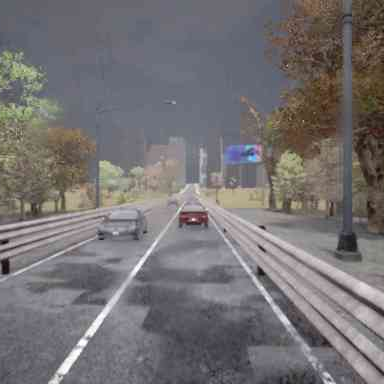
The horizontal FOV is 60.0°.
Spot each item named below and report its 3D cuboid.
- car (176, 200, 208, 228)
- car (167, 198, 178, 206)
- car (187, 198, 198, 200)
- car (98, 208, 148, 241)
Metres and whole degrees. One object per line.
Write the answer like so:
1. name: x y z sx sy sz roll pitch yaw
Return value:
1. car: 0.098 1.535 22.726 1.882 1.535 5.008 0 0 0
2. car: -3.323 1.727 57.952 2.033 1.411 5.357 0 0 1
3. car: 0.086 1.476 41.855 2.097 1.767 4.553 0 0 0
4. car: -3.349 1.563 16.930 1.812 1.442 4.674 0 0 0
